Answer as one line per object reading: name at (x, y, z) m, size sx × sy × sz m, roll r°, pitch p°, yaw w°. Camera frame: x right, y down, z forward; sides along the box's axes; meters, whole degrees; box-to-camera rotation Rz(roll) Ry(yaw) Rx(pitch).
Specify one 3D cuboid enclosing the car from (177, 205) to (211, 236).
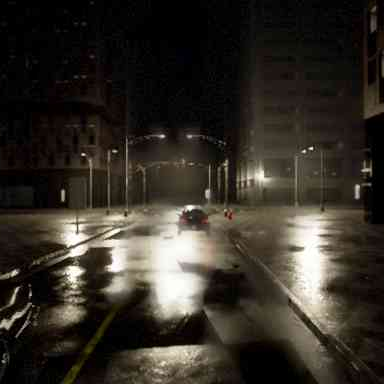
car at (0.101, 1.694, 19.602) m, size 1.812 × 1.442 × 4.674 m, roll 0°, pitch -1°, yaw 0°

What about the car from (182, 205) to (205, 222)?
car at (0.108, 1.853, 29.887) m, size 1.895 × 1.301 × 4.718 m, roll 0°, pitch 0°, yaw 0°

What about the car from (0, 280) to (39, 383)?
car at (-3.101, 1.570, 2.430) m, size 2.033 × 1.411 × 5.357 m, roll 0°, pitch 0°, yaw 0°
